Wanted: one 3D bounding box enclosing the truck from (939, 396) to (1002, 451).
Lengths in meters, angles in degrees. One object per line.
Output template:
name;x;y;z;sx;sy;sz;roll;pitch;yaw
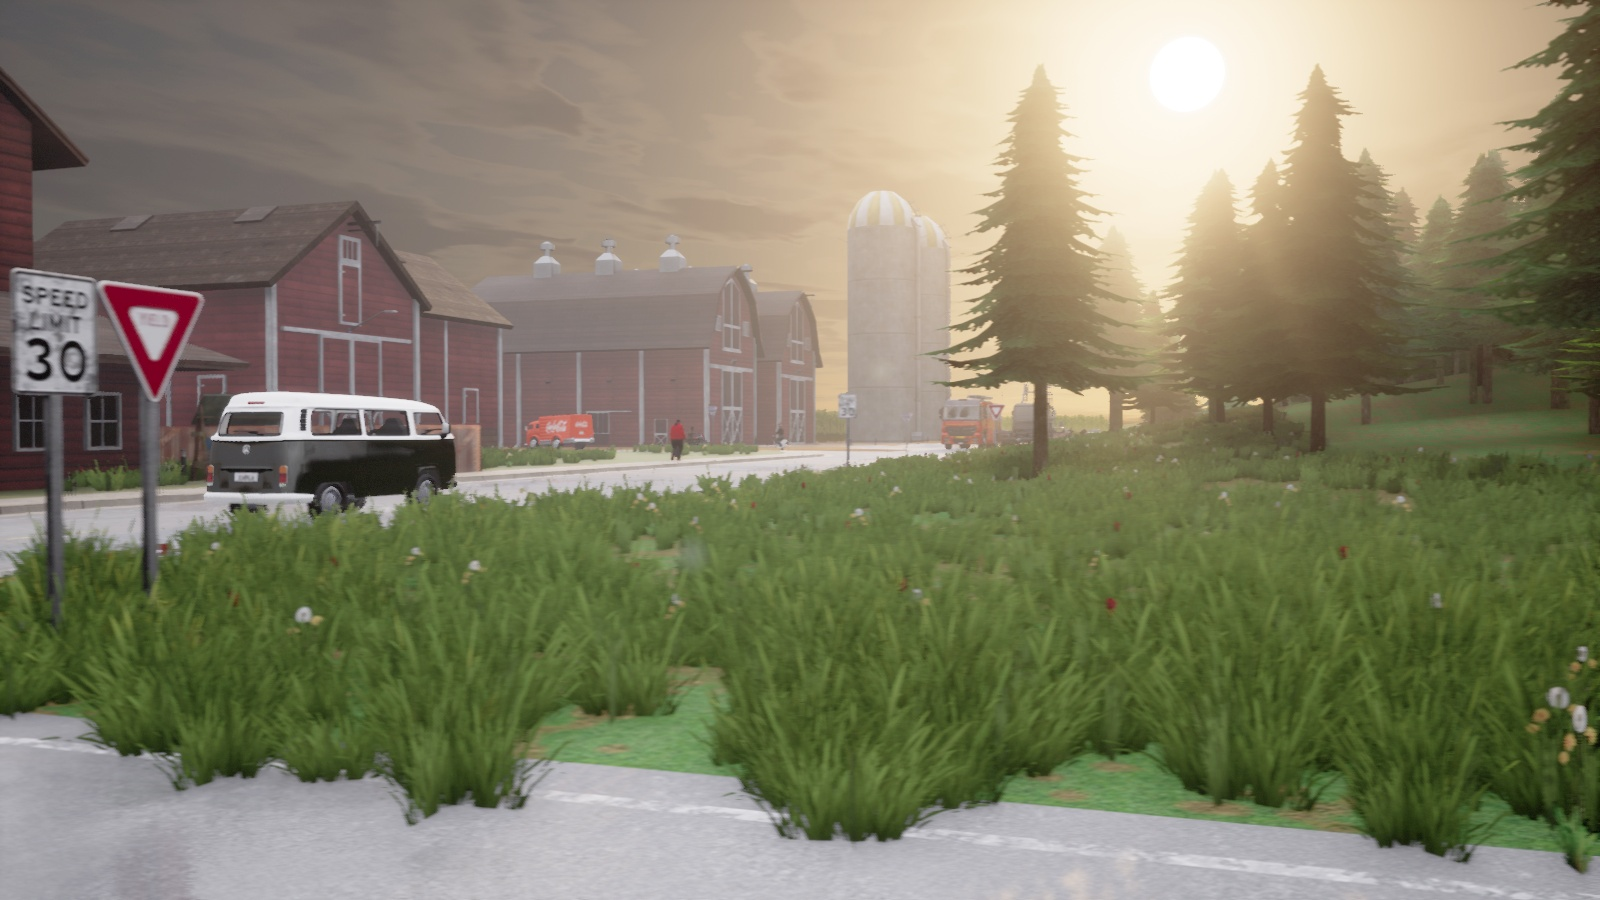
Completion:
truck;12.367;-1.886;90.587;2.891;3.827;8.468;1;1;19

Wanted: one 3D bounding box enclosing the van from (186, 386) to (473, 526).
van;-7.564;0.047;20.742;2.069;2.038;4.480;1;1;19

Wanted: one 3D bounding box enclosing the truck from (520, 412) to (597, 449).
truck;-17.571;-1.381;91.144;5.204;2.467;2.627;-2;-1;38

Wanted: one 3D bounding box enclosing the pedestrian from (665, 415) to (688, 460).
pedestrian;-5.065;-0.507;51.530;0.634;1.844;0.899;1;1;18

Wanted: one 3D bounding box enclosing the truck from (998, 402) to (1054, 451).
truck;16.769;-1.719;92.684;2.891;3.462;7.936;1;1;19
